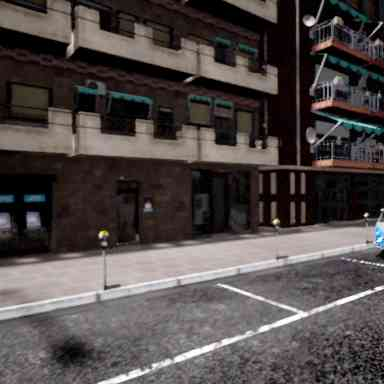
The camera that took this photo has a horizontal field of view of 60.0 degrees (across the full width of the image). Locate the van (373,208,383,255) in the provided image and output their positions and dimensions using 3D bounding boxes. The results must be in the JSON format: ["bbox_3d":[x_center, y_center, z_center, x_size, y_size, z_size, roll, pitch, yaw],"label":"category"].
[{"bbox_3d":[8.223,1.380,12.064,3.998,1.788,1.690,0,-1,-36],"label":"van"}]
